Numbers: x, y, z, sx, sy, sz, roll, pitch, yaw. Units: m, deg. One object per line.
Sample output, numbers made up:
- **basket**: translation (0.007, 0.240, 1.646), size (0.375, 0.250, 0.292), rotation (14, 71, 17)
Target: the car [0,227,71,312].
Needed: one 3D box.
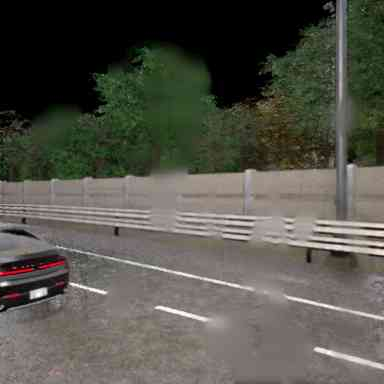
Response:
- **car**: translation (-4.626, 1.507, 7.178), size (4.892, 1.490, 1.837), rotation (0, 0, 36)
